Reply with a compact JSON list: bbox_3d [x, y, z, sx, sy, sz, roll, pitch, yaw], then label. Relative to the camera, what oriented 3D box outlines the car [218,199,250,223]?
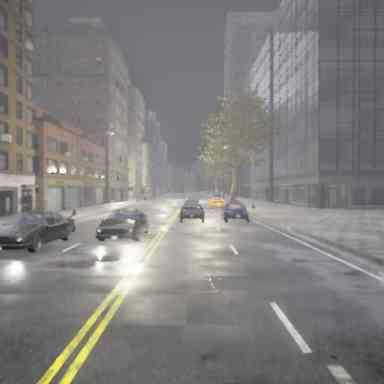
[{"bbox_3d":[3.272,1.514,25.666,1.812,1.442,4.674,0,0,0],"label":"car"}]

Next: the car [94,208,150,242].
[{"bbox_3d":[-3.256,1.542,16.637,2.033,1.411,5.357,0,0,0],"label":"car"}]

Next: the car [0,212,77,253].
[{"bbox_3d":[-6.582,1.543,14.004,2.033,1.411,5.357,0,0,1],"label":"car"}]

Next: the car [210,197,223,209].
[{"bbox_3d":[3.337,1.445,44.372,1.882,1.535,5.008,0,0,1],"label":"car"}]

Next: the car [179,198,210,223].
[{"bbox_3d":[0.026,1.481,25.743,2.128,1.511,4.902,0,0,0],"label":"car"}]
